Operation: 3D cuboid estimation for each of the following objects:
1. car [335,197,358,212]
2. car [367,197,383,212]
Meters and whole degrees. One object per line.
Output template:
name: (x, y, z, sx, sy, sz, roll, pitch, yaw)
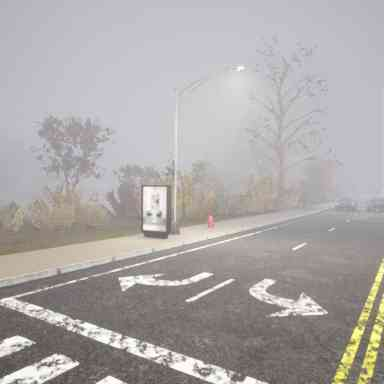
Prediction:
car: (18.550, 1.389, 39.865, 2.097, 1.767, 4.553, 0, 0, 30)
car: (21.360, 1.391, 38.233, 2.097, 1.767, 4.553, 0, 0, 30)
